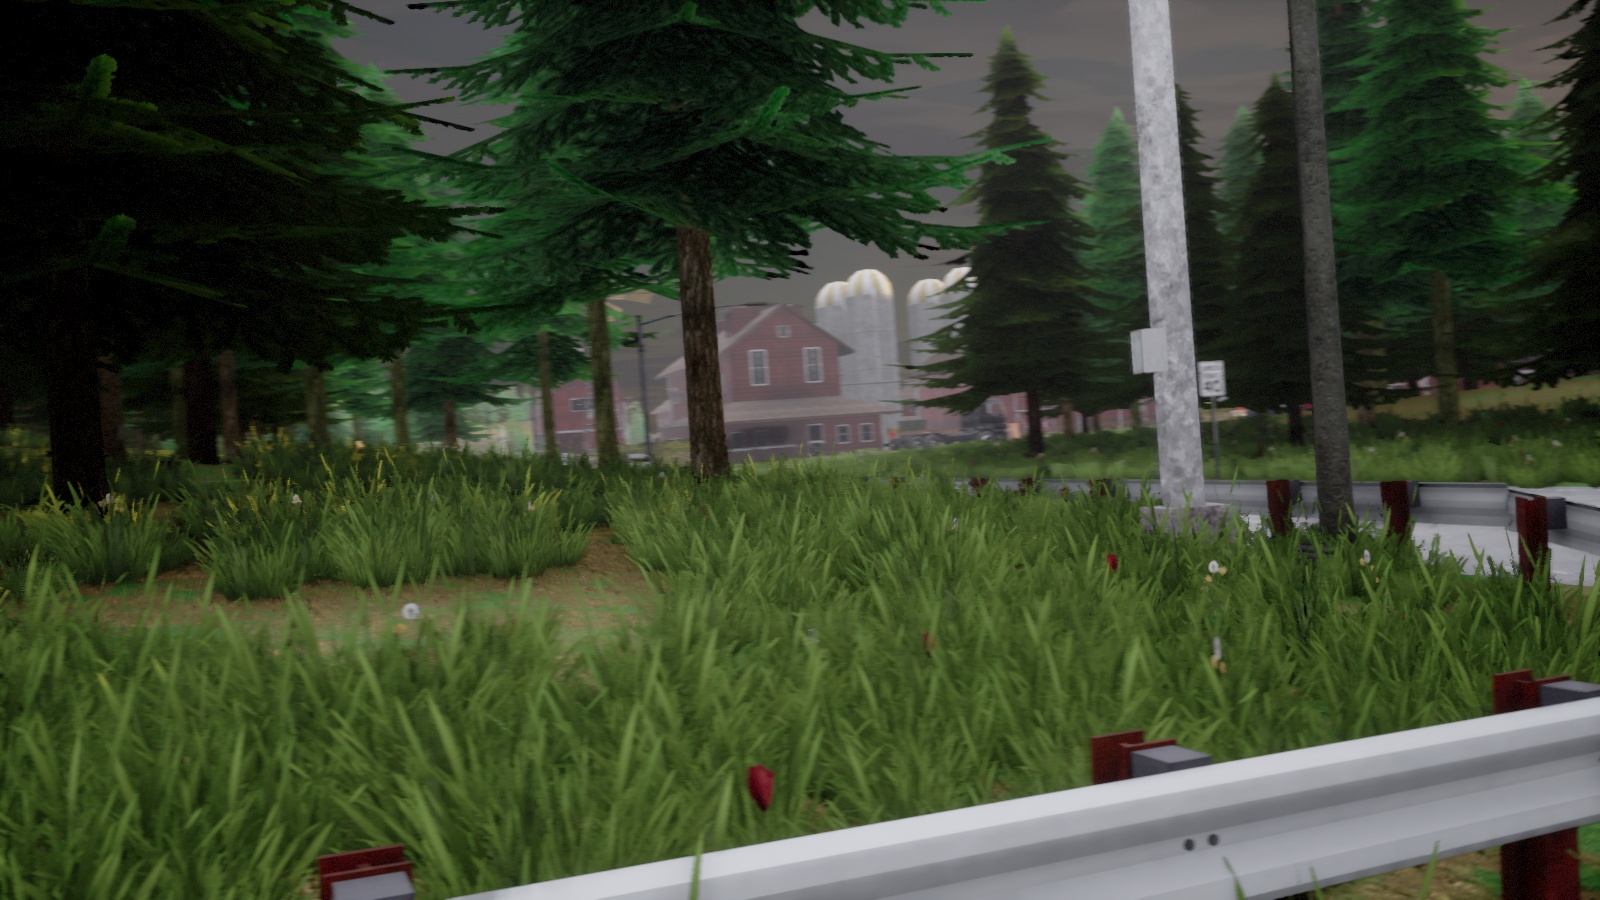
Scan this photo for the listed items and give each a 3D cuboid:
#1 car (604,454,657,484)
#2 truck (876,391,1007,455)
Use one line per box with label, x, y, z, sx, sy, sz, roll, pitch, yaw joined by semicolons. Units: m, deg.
car;-10.133;1.105;74.721;2.128;1.511;4.902;-6;1;-18
truck;9.406;-1.816;83.622;7.936;3.462;2.891;-5;0;-18
